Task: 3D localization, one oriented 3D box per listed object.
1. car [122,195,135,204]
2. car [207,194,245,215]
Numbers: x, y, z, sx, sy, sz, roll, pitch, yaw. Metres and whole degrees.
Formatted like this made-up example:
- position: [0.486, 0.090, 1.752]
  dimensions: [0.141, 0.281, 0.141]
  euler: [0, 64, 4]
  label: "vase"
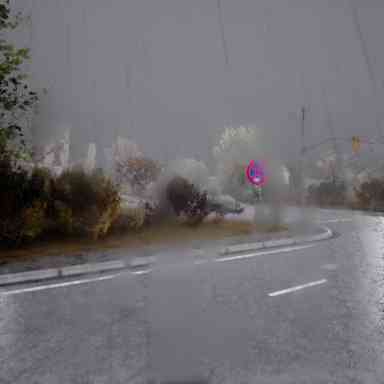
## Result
- position: [-11.067, 1.265, 55.826]
  dimensions: [1.812, 1.442, 4.674]
  euler: [0, 1, -31]
  label: "car"
- position: [2.866, 1.227, 33.524]
  dimensions: [2.150, 2.045, 5.566]
  euler: [0, 0, -32]
  label: "car"
